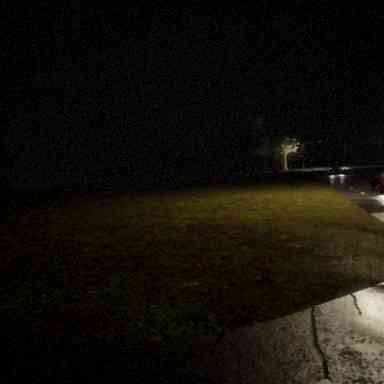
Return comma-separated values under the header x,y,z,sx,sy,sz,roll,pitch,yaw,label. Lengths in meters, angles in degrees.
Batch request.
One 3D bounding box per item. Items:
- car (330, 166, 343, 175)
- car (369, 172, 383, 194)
x,y,z,sx,sy,sz,roll,pitch,yaw,label
24.717,-3.675,57.049,1.812,1.442,4.674,-2,4,23,car
13.401,-0.673,22.479,1.994,1.385,4.181,-2,4,17,car
